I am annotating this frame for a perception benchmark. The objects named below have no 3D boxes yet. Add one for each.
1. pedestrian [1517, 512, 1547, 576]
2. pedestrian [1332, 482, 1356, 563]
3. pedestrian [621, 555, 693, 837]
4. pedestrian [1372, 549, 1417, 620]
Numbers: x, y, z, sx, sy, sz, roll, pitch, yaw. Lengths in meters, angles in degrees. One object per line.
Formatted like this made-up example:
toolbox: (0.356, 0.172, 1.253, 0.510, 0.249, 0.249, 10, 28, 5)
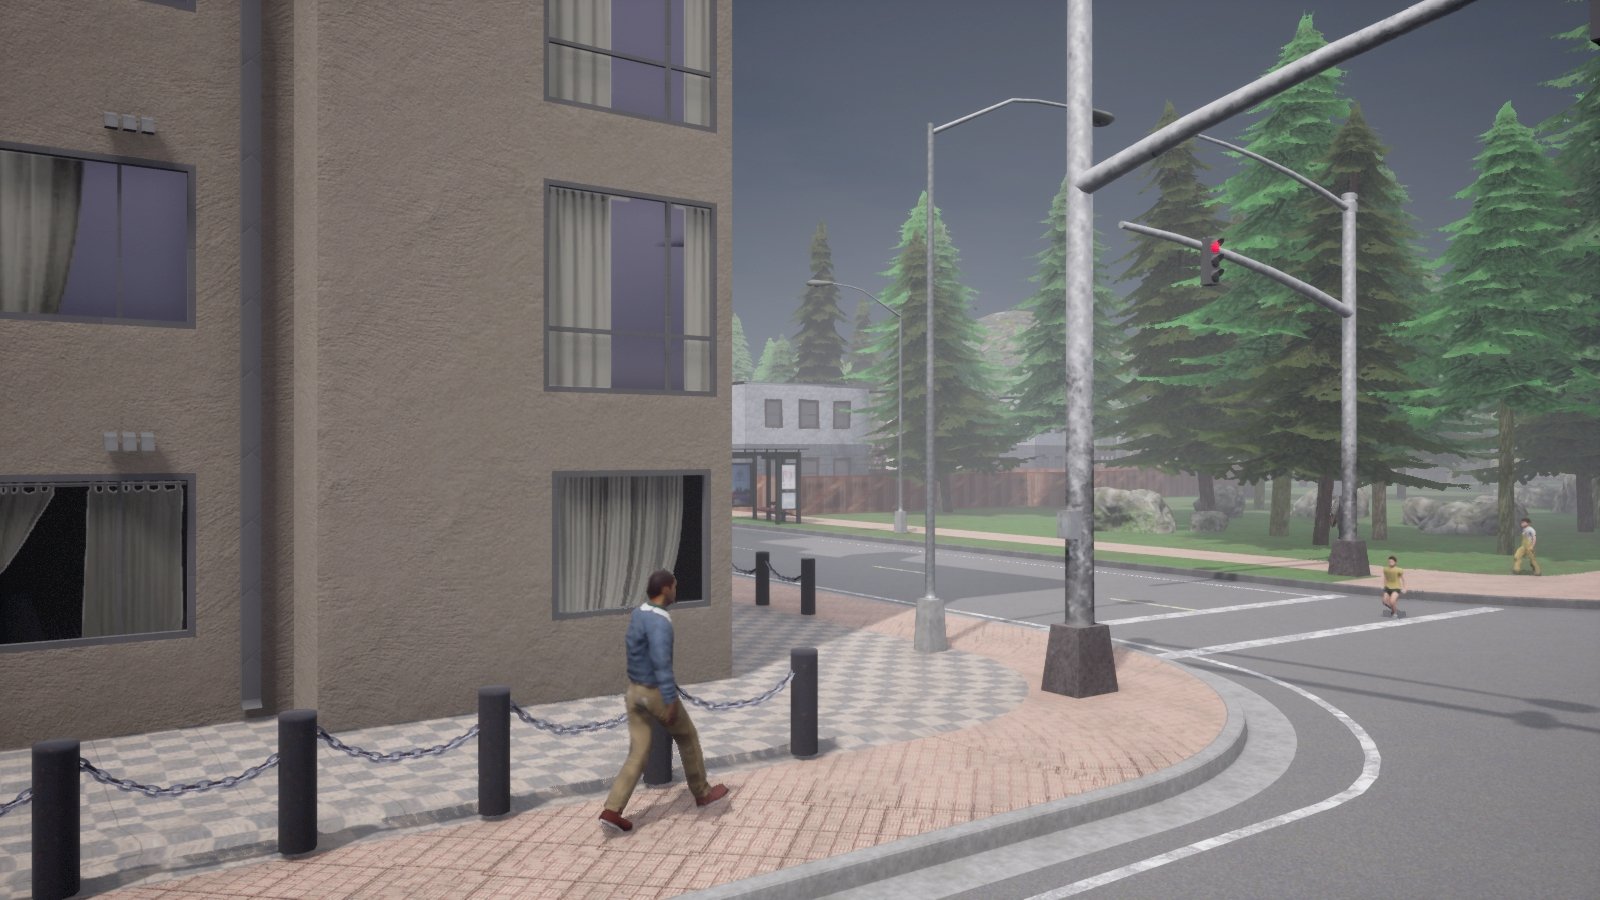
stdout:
pedestrian: (15.216, 1.954, 23.751, 0.375, 1.300, 0.375, 0, 0, -2)
pedestrian: (12.633, 1.676, 26.527, 0.375, 1.860, 0.375, 0, 0, -34)
pedestrian: (-1.005, 1.694, 8.014, 0.375, 1.860, 0.375, 0, 0, -35)
pedestrian: (9.814, 2.209, 18.865, 0.500, 1.100, 0.500, 0, 0, -37)
